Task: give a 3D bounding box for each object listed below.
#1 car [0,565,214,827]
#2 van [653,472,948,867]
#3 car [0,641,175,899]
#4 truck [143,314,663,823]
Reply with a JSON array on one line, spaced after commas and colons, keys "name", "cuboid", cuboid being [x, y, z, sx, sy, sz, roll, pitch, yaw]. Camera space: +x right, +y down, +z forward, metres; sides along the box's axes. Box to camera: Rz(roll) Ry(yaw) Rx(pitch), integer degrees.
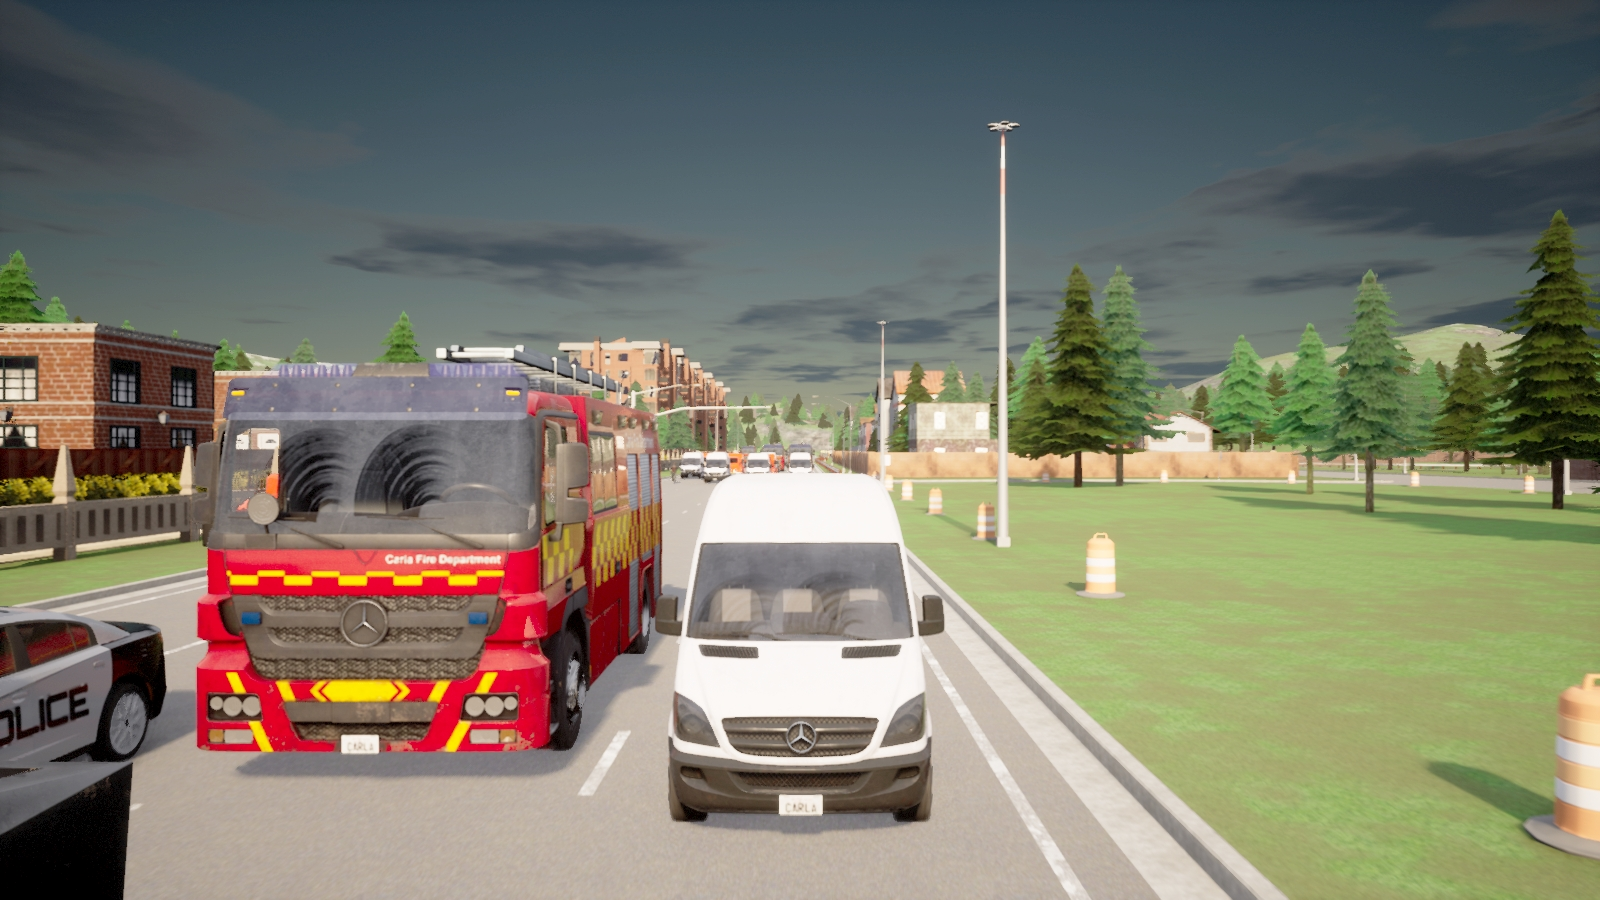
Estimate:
[{"name": "car", "cuboid": [-6.996, 1.983, 8.980, 2.097, 1.638, 5.238, 0, 0, 0]}, {"name": "van", "cuboid": [0.008, 1.536, 10.659, 1.988, 2.561, 5.915, 0, 0, 0]}, {"name": "car", "cuboid": [-3.499, 1.754, 1.072, 2.390, 2.098, 6.274, 0, 0, 0]}, {"name": "truck", "cuboid": [-3.492, 0.892, 12.819, 2.891, 3.827, 8.468, 0, 0, 0]}]
